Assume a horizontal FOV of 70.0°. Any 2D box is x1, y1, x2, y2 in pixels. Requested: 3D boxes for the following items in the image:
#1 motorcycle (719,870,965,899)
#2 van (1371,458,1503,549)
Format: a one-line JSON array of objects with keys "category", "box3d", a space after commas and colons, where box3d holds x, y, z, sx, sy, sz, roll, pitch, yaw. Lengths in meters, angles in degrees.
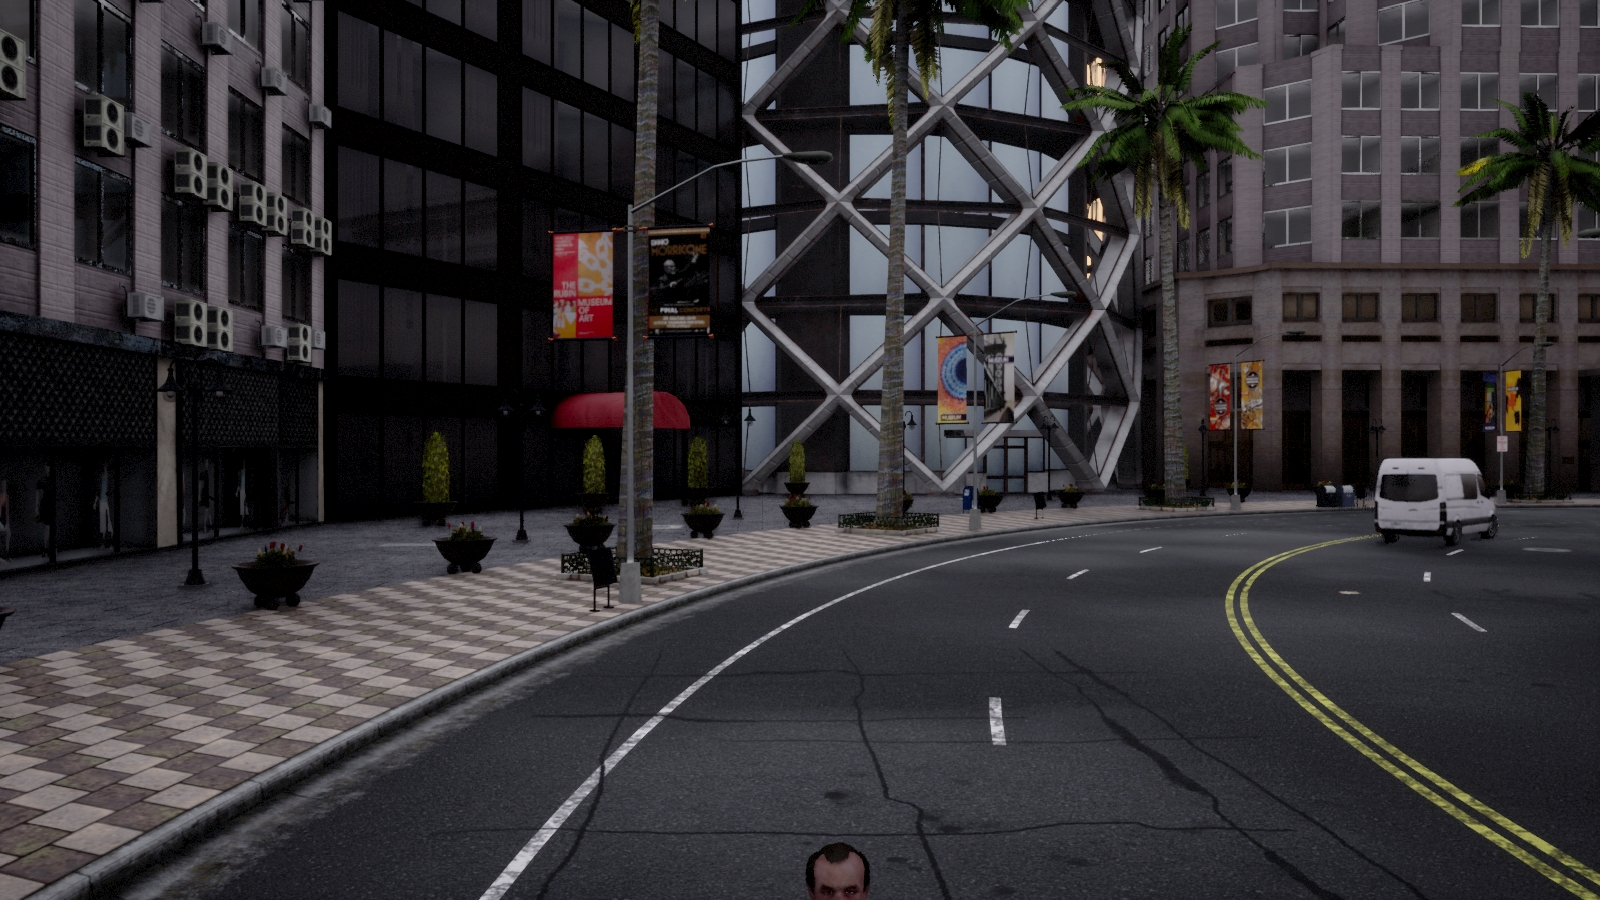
[{"category": "motorcycle", "box3d": [0.124, 2.182, 3.338, 0.856, 1.236, 1.805, 0, 0, 2]}, {"category": "van", "box3d": [19.752, 1.534, 35.284, 5.915, 2.561, 1.988, 0, -1, -45]}]
